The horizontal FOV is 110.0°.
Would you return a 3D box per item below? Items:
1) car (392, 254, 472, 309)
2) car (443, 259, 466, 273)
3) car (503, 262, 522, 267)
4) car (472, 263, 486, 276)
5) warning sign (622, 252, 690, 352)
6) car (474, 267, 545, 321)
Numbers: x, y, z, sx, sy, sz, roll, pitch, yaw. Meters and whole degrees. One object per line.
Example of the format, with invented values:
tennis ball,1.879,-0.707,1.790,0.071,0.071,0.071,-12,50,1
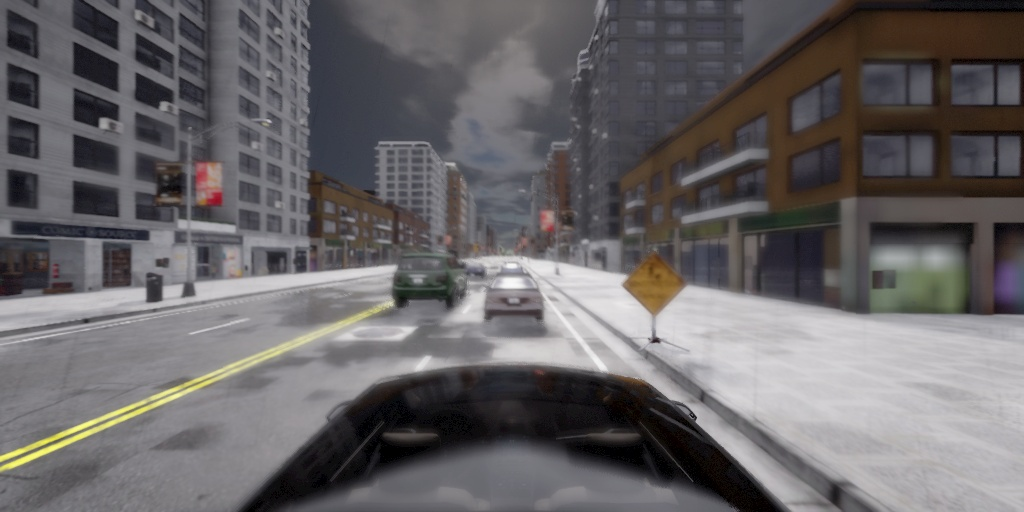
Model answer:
car,-3.188,0.929,14.877,2.150,2.045,5.566,0,0,0
car,-6.688,1.123,42.151,1.837,1.490,4.892,0,0,0
car,0.021,1.211,28.319,2.033,1.411,5.357,0,0,0
car,-3.228,1.252,31.819,1.895,1.301,4.718,0,0,0
warning sign,2.836,0.848,7.163,1.300,1.860,1.060,0,0,0
car,0.057,1.262,12.237,2.033,1.411,5.357,0,0,0
